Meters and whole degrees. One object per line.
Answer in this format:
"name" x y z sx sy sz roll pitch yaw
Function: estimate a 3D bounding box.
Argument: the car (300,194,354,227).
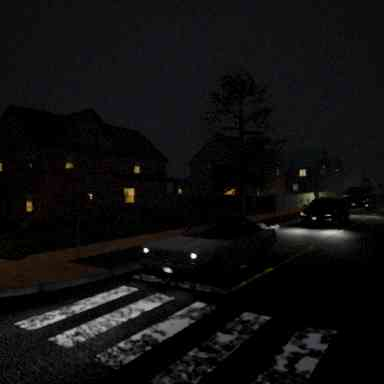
"car" 7.808 1.097 19.404 1.837 1.490 4.892 -1 0 36

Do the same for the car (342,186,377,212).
"car" 14.297 0.571 28.414 2.150 2.045 5.566 -1 0 36

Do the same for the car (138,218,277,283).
"car" 0.696 1.460 9.527 1.895 1.301 4.718 -1 1 36
